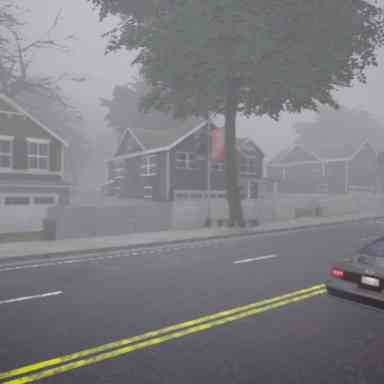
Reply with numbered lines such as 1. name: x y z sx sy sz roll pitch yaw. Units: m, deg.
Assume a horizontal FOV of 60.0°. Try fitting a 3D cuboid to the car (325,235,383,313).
1. car: 5.039 1.530 7.043 5.357 1.411 2.033 0 0 -35
